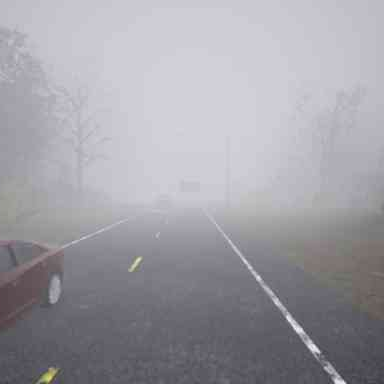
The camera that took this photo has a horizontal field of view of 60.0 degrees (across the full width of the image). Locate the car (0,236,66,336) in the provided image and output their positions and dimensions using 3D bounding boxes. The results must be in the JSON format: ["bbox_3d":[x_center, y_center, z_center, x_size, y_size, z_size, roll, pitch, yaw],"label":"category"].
[{"bbox_3d":[-3.610,1.481,5.053,1.882,1.535,5.008,0,0,0],"label":"car"}]

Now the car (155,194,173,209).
[{"bbox_3d":[-3.822,1.245,46.078,2.150,2.045,5.566,0,0,0],"label":"car"}]

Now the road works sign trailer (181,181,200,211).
[{"bbox_3d":[-0.183,0.487,40.259,2.380,3.560,2.880,0,0,1],"label":"road works sign trailer"}]
